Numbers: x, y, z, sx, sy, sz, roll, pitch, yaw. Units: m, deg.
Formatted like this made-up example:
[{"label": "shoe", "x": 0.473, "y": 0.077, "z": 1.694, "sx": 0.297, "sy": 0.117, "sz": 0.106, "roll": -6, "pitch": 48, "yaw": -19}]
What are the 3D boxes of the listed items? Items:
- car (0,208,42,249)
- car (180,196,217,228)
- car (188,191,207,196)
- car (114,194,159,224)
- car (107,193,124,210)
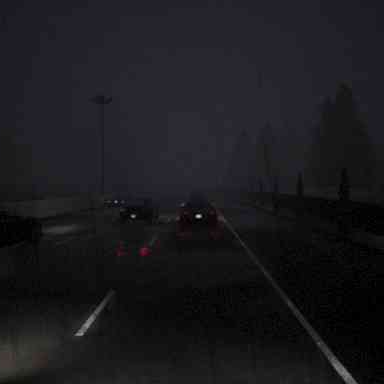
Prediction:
[{"label": "car", "x": -6.747, "y": 1.238, "z": 10.982, "sx": 2.128, "sy": 1.511, "sz": 4.902, "roll": 0, "pitch": 1, "yaw": 1}, {"label": "car", "x": 0.358, "y": 1.140, "z": 18.504, "sx": 1.994, "sy": 1.385, "sz": 4.181, "roll": 0, "pitch": 1, "yaw": 1}, {"label": "car", "x": 0.604, "y": 0.675, "z": 36.326, "sx": 1.837, "sy": 1.490, "sz": 4.892, "roll": 0, "pitch": 1, "yaw": 1}, {"label": "car", "x": -3.133, "y": 1.063, "z": 20.180, "sx": 1.812, "sy": 1.442, "sz": 4.674, "roll": 0, "pitch": 1, "yaw": 1}, {"label": "car", "x": -6.469, "y": 0.839, "z": 30.969, "sx": 2.033, "sy": 1.411, "sz": 5.357, "roll": 0, "pitch": 1, "yaw": 1}]
